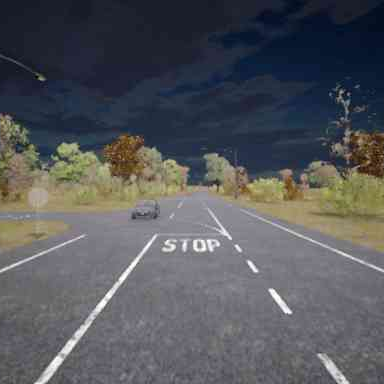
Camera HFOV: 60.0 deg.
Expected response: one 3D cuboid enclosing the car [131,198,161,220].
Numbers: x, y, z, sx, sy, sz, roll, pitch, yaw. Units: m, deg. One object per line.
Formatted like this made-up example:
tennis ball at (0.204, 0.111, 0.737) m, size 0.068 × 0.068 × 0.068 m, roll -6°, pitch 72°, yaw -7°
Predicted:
car at (-3.463, 1.282, 25.735) m, size 1.837 × 1.490 × 4.892 m, roll 0°, pitch 0°, yaw 0°
